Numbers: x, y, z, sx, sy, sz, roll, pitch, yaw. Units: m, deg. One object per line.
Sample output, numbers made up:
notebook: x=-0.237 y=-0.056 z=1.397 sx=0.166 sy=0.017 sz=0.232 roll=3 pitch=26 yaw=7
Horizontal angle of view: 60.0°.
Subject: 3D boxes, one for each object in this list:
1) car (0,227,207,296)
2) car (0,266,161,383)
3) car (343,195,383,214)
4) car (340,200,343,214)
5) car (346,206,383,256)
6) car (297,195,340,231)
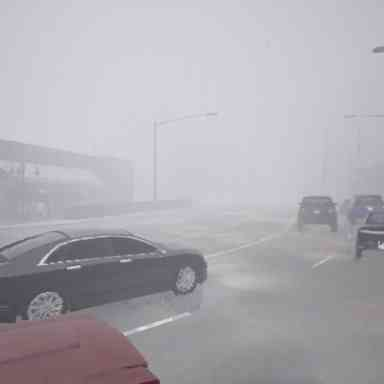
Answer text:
car: x=-1.842 y=1.506 z=6.951 sx=4.892 sy=1.490 sz=1.837 roll=0 pitch=1 yaw=-39
car: x=-2.502 y=1.601 z=2.017 sx=4.718 sy=1.301 sz=1.895 roll=0 pitch=0 yaw=-34
car: x=12.771 y=1.221 z=24.577 sx=2.150 sy=2.045 sz=5.566 roll=0 pitch=0 yaw=21
car: x=16.753 y=1.478 z=35.328 sx=1.882 sy=1.535 sz=5.008 roll=0 pitch=0 yaw=19
car: x=7.342 y=1.492 z=12.382 sx=2.128 sy=1.511 sz=4.902 roll=0 pitch=0 yaw=34
car: x=7.927 y=1.223 z=21.105 sx=2.150 sy=2.045 sz=5.566 roll=0 pitch=0 yaw=21
